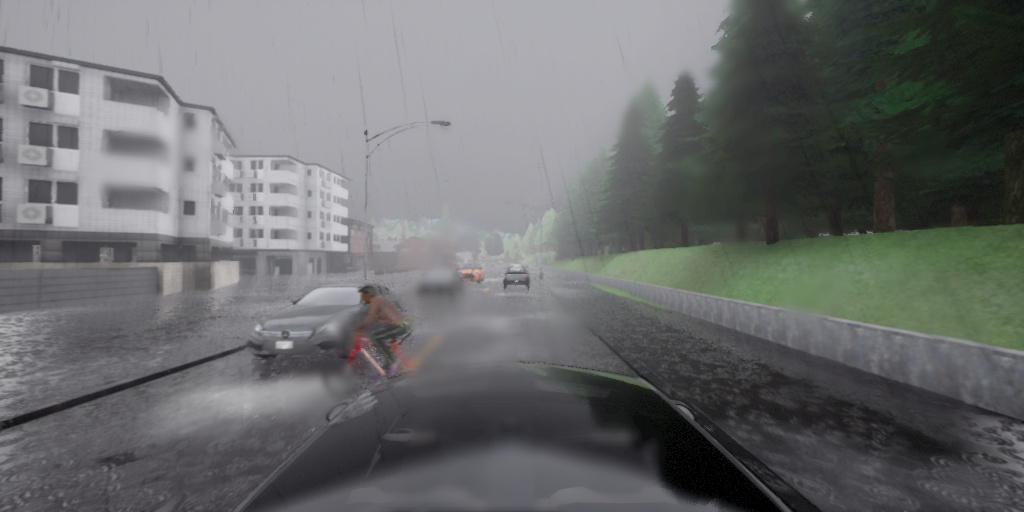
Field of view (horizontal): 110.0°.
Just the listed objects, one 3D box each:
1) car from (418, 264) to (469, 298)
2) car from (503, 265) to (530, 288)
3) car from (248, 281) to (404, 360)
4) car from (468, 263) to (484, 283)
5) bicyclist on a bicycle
[{"bbox_3d":[-3.853,1.443,20.283,1.882,1.535,5.008,0,-1,1],"label":"car"},{"bbox_3d":[0.340,1.534,26.798,2.128,1.511,4.902,0,-1,1],"label":"car"},{"bbox_3d":[-4.043,1.356,8.734,1.812,1.442,4.674,0,-1,1],"label":"car"},{"bbox_3d":[-3.730,1.457,32.242,2.097,1.767,4.553,0,-1,1],"label":"car"},{"bbox_3d":[-1.886,1.241,5.122,1.656,1.620,0.582,-1,-1,1],"label":"bicyclist on a bicycle"}]
